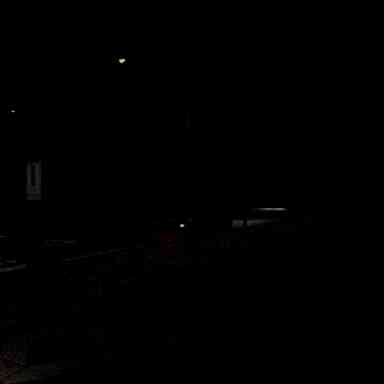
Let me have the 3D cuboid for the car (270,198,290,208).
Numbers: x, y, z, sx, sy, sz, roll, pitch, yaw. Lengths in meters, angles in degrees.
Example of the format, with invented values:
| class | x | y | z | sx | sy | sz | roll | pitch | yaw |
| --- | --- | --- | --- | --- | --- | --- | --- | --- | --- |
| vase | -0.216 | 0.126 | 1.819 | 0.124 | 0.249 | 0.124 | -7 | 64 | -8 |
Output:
| class | x | y | z | sx | sy | sz | roll | pitch | yaw |
| --- | --- | --- | --- | --- | --- | --- | --- | --- | --- |
| car | 13.083 | 1.614 | 49.078 | 1.812 | 1.442 | 4.674 | -1 | -1 | 35 |

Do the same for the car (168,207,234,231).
| class | x | y | z | sx | sy | sz | roll | pitch | yaw |
| --- | --- | --- | --- | --- | --- | --- | --- | --- | --- |
| car | 0.722 | 1.573 | 20.369 | 1.895 | 1.301 | 4.718 | -1 | 0 | 35 |

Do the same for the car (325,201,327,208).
| class | x | y | z | sx | sy | sz | roll | pitch | yaw |
| --- | --- | --- | --- | --- | --- | --- | --- | --- | --- |
| car | 21.025 | 1.598 | 49.045 | 1.994 | 1.385 | 4.181 | -1 | -1 | 35 |
